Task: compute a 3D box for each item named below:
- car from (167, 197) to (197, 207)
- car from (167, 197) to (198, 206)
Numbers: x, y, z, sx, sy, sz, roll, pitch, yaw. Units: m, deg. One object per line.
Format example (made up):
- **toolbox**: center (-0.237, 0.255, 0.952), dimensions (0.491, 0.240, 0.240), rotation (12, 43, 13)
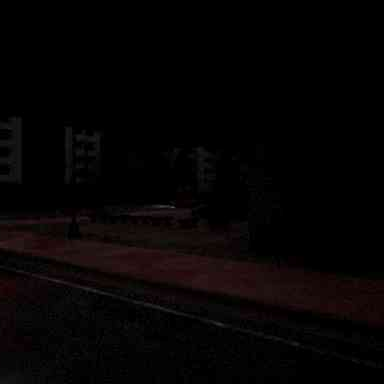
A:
- **car**: center (-1.543, 1.547, 52.590), dimensions (5.008, 1.535, 1.882), rotation (0, 0, -32)
- **car**: center (-1.578, 1.581, 56.646), dimensions (4.892, 1.490, 1.837), rotation (0, -1, -30)
